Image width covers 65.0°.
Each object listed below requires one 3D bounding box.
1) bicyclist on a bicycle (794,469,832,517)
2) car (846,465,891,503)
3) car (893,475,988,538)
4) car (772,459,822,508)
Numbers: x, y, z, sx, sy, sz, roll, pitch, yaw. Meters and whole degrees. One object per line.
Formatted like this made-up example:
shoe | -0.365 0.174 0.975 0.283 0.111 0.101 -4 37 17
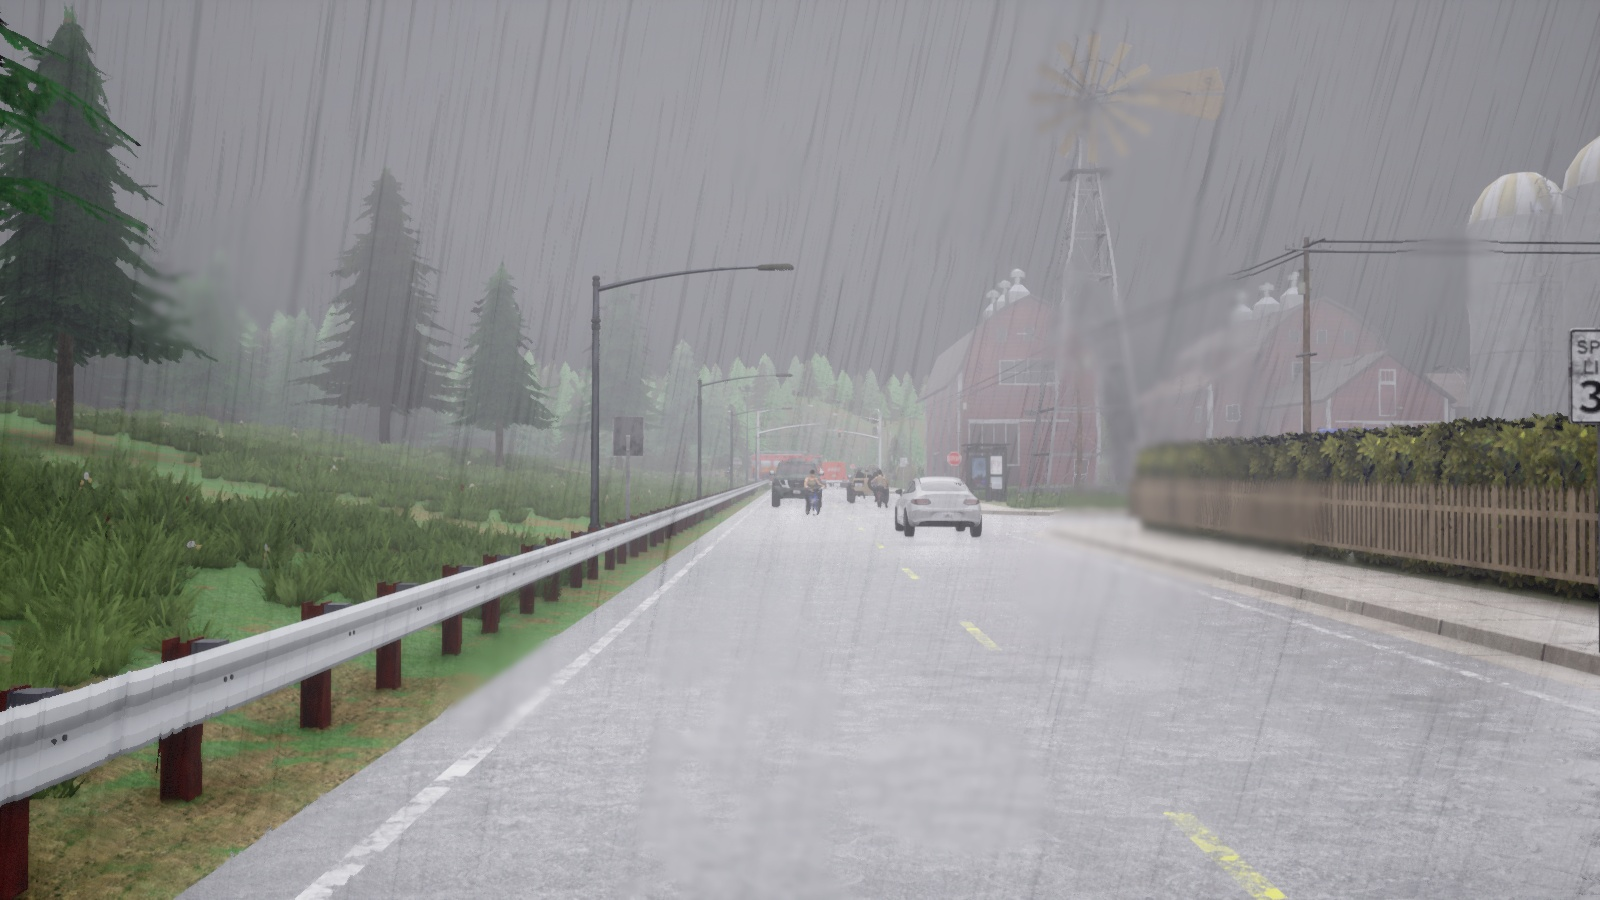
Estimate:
bicyclist on a bicycle | 0.449 1.484 43.678 0.866 1.612 1.509 2 -1 -17
car | 3.354 1.666 62.375 1.932 1.855 4.605 0 -1 0
car | 3.427 1.354 31.400 1.812 1.442 4.674 0 -1 0
car | -0.131 1.478 56.032 2.150 2.045 5.566 0 -1 0
